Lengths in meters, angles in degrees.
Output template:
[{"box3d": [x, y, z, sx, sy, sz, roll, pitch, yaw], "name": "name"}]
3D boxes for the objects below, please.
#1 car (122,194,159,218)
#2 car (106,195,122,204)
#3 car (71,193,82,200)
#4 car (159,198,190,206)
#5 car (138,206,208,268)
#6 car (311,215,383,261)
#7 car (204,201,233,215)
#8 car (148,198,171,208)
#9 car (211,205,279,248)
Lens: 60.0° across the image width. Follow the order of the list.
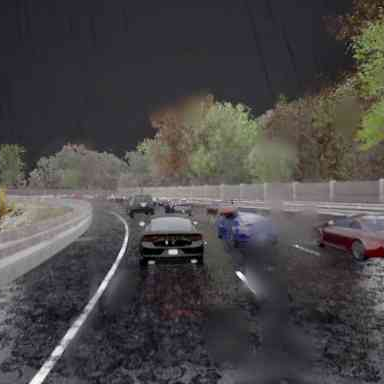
[{"box3d": [-4.895, 1.226, 30.834, 2.150, 2.045, 5.566, 0, 0, -17], "name": "car"}, {"box3d": [-15.440, 1.379, 66.536, 2.097, 1.767, 4.553, 0, 0, -35], "name": "car"}, {"box3d": [-30.582, 1.299, 87.789, 2.150, 2.045, 5.566, 0, 0, -29], "name": "car"}, {"box3d": [-1.440, 1.484, 31.330, 2.128, 1.511, 4.902, 0, 0, -17], "name": "car"}, {"box3d": [-0.789, 1.473, 11.448, 1.882, 1.535, 5.008, 0, 0, -6], "name": "car"}, {"box3d": [6.119, 1.538, 12.245, 1.994, 1.385, 4.181, 0, 0, -7], "name": "car"}, {"box3d": [2.684, 1.541, 30.937, 1.994, 1.385, 4.181, 0, 0, -21], "name": "car"}, {"box3d": [-4.845, 1.597, 49.222, 1.895, 1.301, 4.718, 0, 0, -26], "name": "car"}, {"box3d": [2.313, 1.511, 14.661, 1.812, 1.442, 4.674, 0, 0, -8], "name": "car"}]
